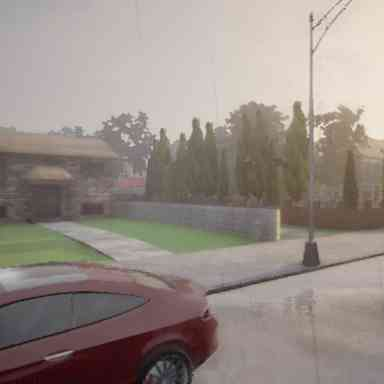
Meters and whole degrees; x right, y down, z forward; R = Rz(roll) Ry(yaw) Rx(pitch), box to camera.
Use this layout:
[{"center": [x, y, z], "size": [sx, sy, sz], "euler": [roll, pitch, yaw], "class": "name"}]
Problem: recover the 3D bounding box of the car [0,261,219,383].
[{"center": [-1.823, 1.526, 3.305], "size": [4.674, 1.442, 1.812], "euler": [0, 0, -36], "class": "car"}]
